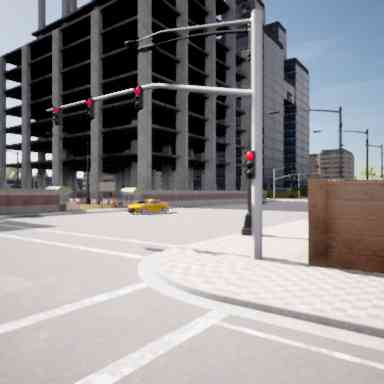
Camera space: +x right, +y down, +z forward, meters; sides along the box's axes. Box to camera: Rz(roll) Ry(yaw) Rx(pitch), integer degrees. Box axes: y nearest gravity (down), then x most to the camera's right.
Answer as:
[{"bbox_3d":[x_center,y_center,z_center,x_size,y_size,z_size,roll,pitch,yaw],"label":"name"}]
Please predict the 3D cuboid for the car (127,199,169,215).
[{"bbox_3d":[-4.469,1.498,34.259,1.882,1.535,5.008,0,0,36],"label":"car"}]

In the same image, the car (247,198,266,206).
[{"bbox_3d":[10.711,1.511,55.238,1.994,1.385,4.181,0,0,36],"label":"car"}]
